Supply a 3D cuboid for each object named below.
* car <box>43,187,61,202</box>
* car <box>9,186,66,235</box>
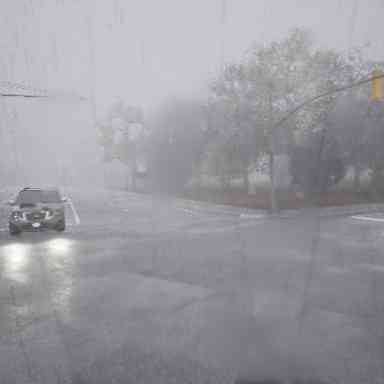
[{"bbox_3d":[-16.462,0.262,39.265,1.812,1.442,4.674,-3,3,-22],"label":"car"},{"bbox_3d":[-7.395,0.824,16.181,2.150,2.045,5.566,-3,5,-21],"label":"car"}]
